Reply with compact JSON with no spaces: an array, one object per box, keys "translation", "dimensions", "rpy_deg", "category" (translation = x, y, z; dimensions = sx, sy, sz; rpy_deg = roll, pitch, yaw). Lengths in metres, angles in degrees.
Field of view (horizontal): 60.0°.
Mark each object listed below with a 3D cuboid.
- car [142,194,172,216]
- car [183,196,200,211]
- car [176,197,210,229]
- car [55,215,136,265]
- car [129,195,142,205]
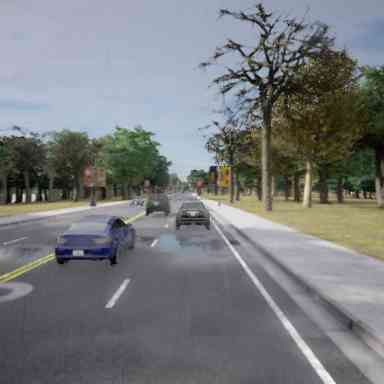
[{"translation":[-3.277,1.238,33.024],"dimensions":[2.150,2.045,5.566],"rpy_deg":[0,0,-1],"category":"car"},{"translation":[-0.084,1.378,42.439],"dimensions":[2.097,1.767,4.553],"rpy_deg":[0,0,0],"category":"car"},{"translation":[0.046,1.360,21.856],"dimensions":[2.097,1.767,4.553],"rpy_deg":[0,0,0],"category":"car"},{"translation":[-3.168,1.529,11.551],"dimensions":[1.812,1.442,4.674],"rpy_deg":[0,0,0],"category":"car"},{"translation":[-6.677,1.141,41.758],"dimensions":[1.837,1.490,4.892],"rpy_deg":[0,0,0],"category":"car"}]
